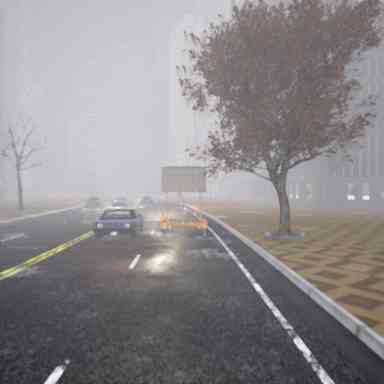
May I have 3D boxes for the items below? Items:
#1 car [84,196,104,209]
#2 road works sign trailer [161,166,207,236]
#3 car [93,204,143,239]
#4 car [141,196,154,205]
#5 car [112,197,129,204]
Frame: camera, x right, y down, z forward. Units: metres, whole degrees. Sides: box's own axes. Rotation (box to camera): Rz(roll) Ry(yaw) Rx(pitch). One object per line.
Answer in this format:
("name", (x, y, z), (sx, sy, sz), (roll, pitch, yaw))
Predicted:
("car", (-12.561, 1.312, 42.905), (1.837, 1.490, 4.892), (0, 0, -7))
("road works sign trailer", (-0.450, 0.387, 17.855), (2.380, 3.560, 2.880), (0, 0, -4))
("car", (-3.594, 1.530, 17.020), (1.895, 1.301, 4.718), (0, 0, -3))
("car", (-6.850, 1.280, 50.757), (1.812, 1.442, 4.674), (0, 0, -8))
("car", (-9.412, 1.344, 43.989), (2.033, 1.411, 5.357), (0, 0, -7))
